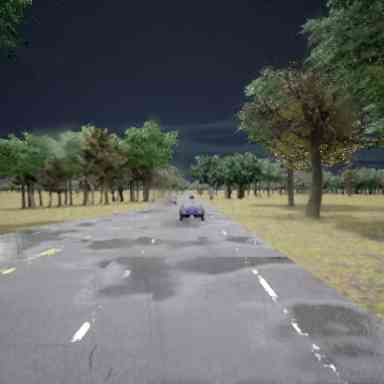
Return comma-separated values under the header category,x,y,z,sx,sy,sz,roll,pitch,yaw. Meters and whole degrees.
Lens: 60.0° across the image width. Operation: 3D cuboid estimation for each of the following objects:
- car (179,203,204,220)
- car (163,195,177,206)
category,x,y,z,sx,sy,sz,roll,pitch,yaw
car,-0.010,1.534,27.011,1.895,1.301,4.718,0,0,0
car,-3.519,1.291,54.685,2.097,1.767,4.553,0,0,0
